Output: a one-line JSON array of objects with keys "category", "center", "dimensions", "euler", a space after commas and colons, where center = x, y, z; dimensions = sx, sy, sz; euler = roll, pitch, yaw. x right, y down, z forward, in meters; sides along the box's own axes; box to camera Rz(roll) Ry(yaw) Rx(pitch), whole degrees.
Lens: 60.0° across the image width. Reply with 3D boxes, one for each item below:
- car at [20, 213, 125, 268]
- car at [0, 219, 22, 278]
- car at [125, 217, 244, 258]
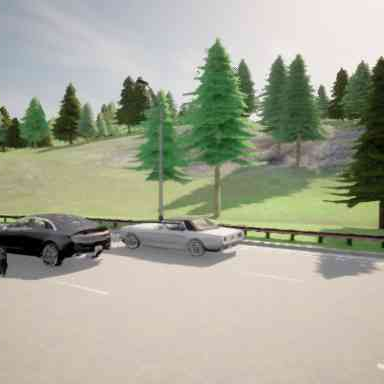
[{"category": "car", "center": [-4.965, 1.483, 11.199], "dimensions": [4.902, 1.511, 2.128], "euler": [0, 0, 28]}, {"category": "car", "center": [-6.697, 1.469, 8.153], "dimensions": [5.008, 1.535, 1.882], "euler": [0, -1, 29]}, {"category": "car", "center": [-0.554, 1.595, 12.741], "dimensions": [4.718, 1.301, 1.895], "euler": [0, 0, 32]}]
